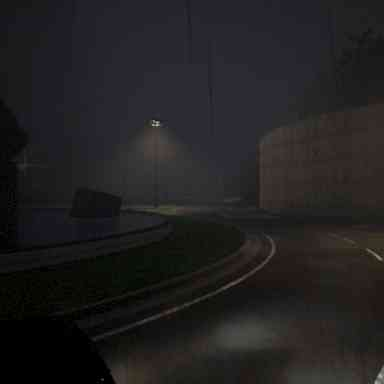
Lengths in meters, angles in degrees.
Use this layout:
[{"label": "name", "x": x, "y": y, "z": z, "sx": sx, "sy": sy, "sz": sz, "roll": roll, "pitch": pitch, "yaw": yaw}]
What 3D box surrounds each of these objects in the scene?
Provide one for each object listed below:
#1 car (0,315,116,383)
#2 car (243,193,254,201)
[{"label": "car", "x": -2.818, "y": 1.602, "z": 1.943, "sx": 4.718, "sy": 1.301, "sz": 1.895, "roll": 0, "pitch": 0, "yaw": -33}, {"label": "car", "x": 13.643, "y": 1.162, "z": 80.122, "sx": 2.150, "sy": 2.045, "sz": 5.566, "roll": 0, "pitch": 0, "yaw": 18}]
